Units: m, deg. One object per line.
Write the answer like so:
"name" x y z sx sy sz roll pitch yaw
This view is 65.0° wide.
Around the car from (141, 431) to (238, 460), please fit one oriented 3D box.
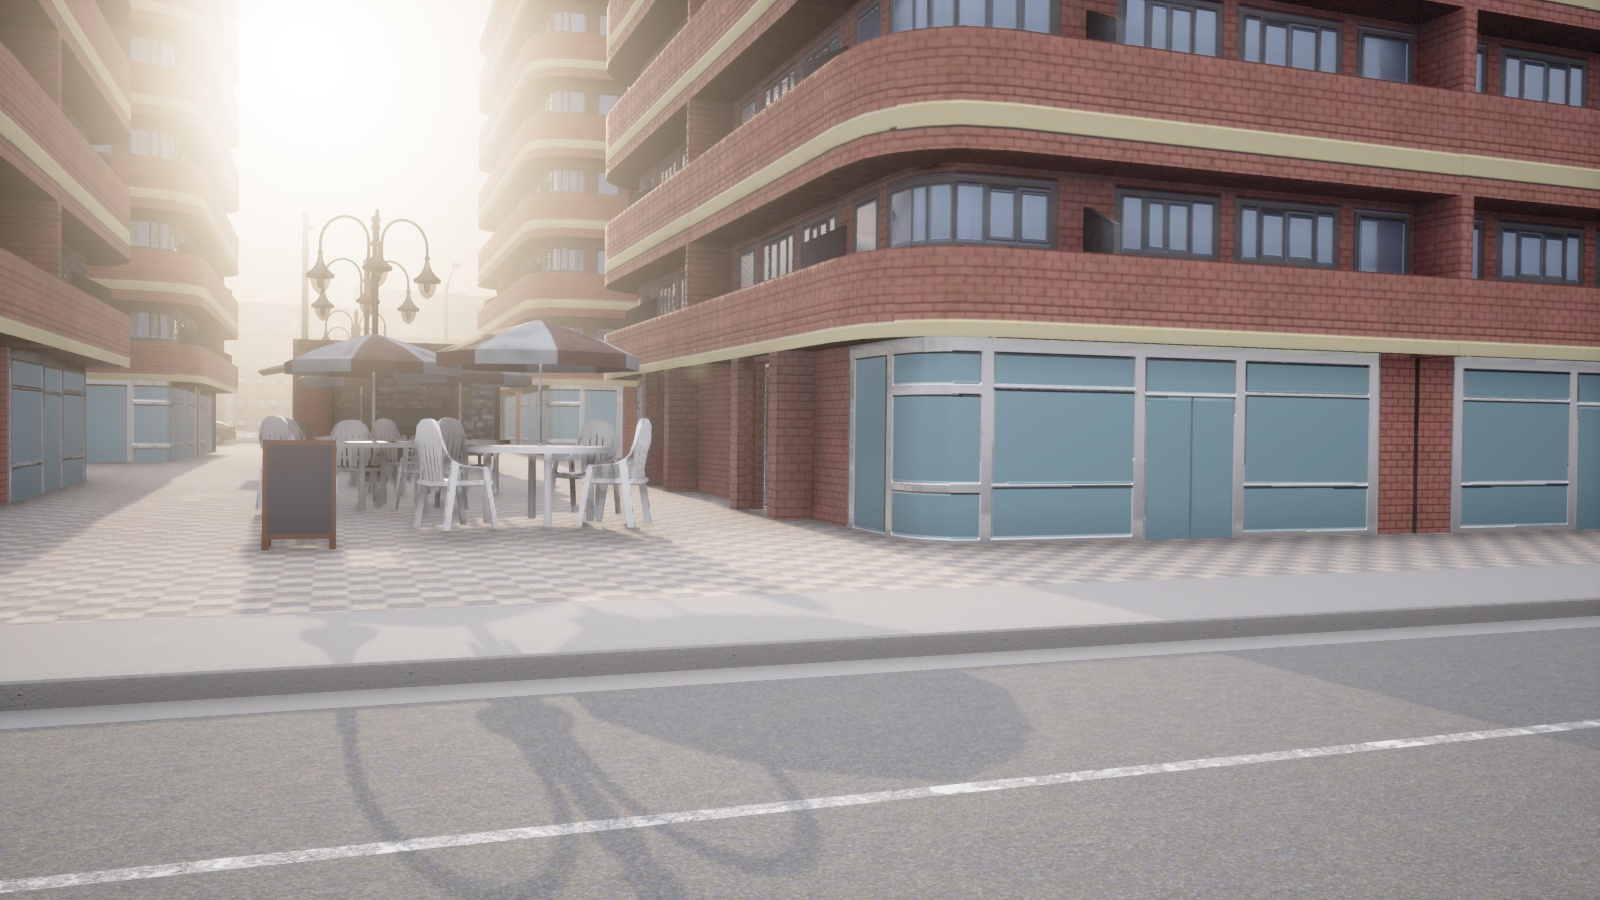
"car" -35.681 -0.273 73.547 4.892 1.490 1.837 -2 1 -21
